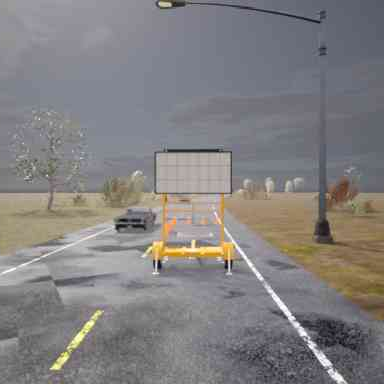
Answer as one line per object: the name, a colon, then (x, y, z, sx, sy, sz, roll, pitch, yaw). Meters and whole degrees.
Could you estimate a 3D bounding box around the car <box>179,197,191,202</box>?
car: (-1.335, 1.589, 60.843, 1.895, 1.301, 4.718, 0, 0, 4)

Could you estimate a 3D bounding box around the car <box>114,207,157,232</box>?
car: (-3.354, 1.599, 20.325, 1.895, 1.301, 4.718, 0, 0, 1)

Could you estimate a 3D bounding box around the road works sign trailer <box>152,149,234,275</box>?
road works sign trailer: (0.043, 0.464, 10.463, 2.380, 3.560, 2.880, 0, 0, 1)
